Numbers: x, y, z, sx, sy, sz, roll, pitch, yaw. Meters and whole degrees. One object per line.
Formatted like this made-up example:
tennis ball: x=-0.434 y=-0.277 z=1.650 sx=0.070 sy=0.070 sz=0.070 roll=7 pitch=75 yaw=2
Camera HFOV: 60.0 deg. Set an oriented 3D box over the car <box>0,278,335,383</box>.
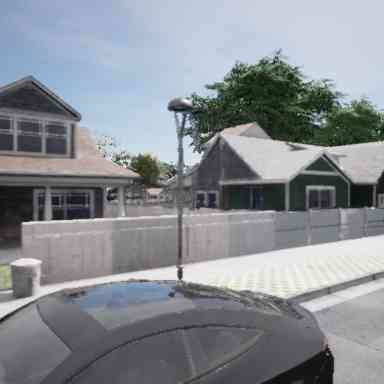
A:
car: x=-0.773 y=1.528 z=2.519 sx=4.674 sy=1.442 sz=1.812 roll=0 pitch=0 yaw=-35
